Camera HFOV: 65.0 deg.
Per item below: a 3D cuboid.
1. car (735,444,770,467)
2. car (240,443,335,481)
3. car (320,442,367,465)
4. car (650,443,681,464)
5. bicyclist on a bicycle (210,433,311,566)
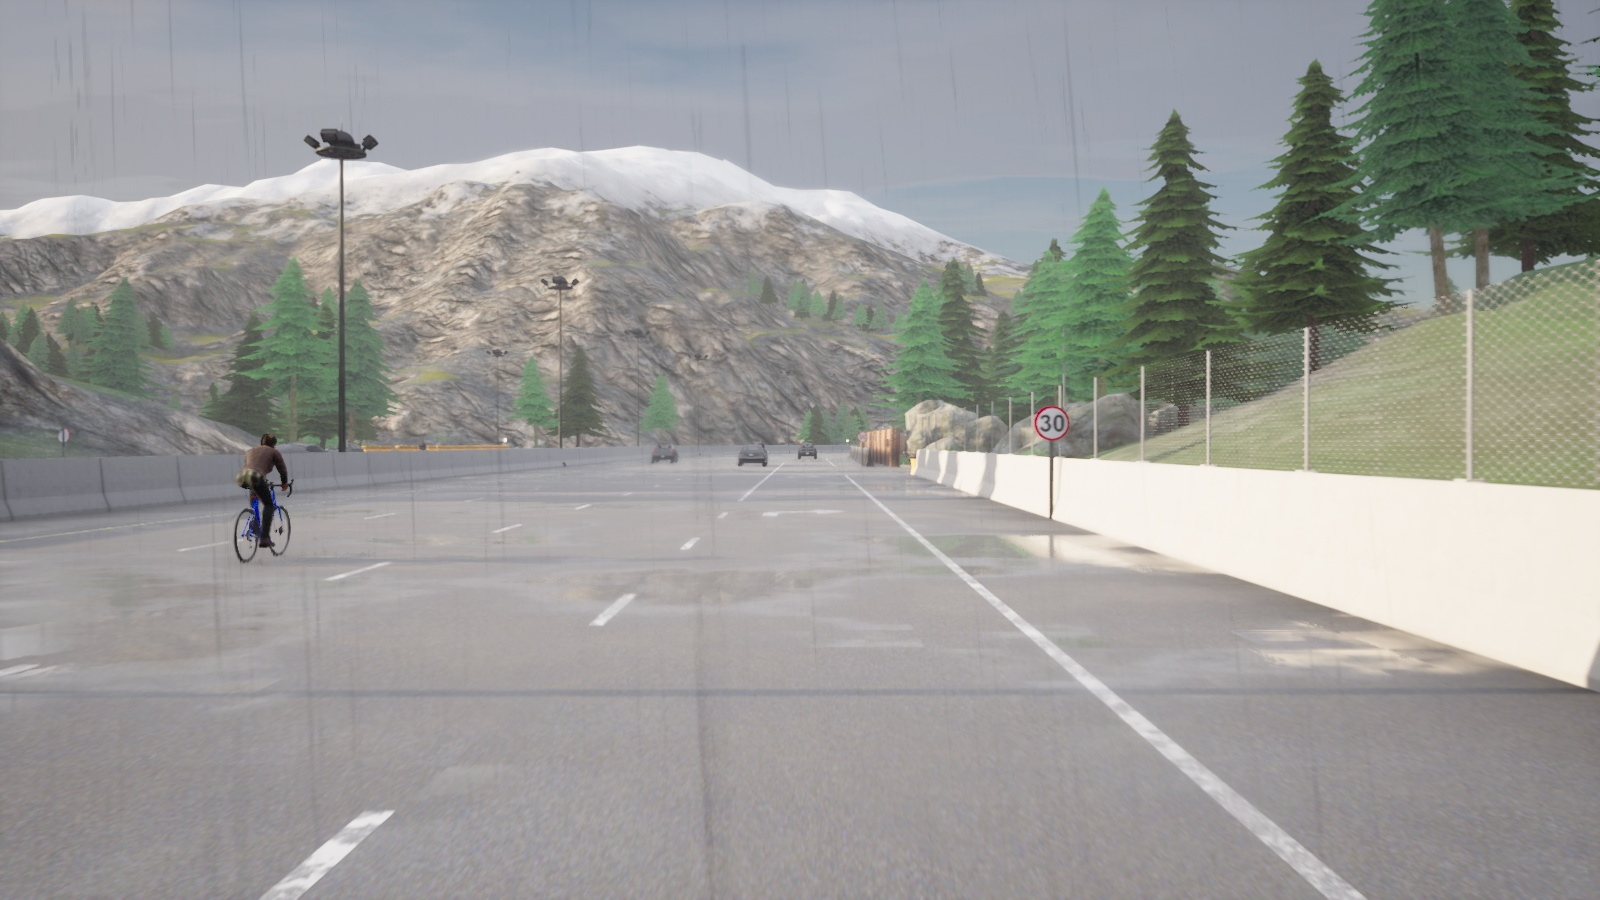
[{"bbox_3d":[-3.021,0.332,81.453,2.033,1.411,5.357,0,0,0],"label":"car"},{"bbox_3d":[-20.697,0.448,50.901,1.837,1.490,4.892,0,0,0],"label":"car"},{"bbox_3d":[-30.999,0.219,85.365,1.789,1.549,3.705,0,0,0],"label":"car"},{"bbox_3d":[-9.955,0.227,93.144,1.845,1.501,3.633,0,0,0],"label":"car"},{"bbox_3d":[-6.893,0.603,16.121,0.582,1.620,1.656,0,0,0],"label":"bicyclist on a bicycle"}]
